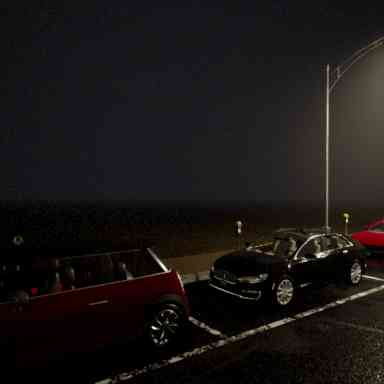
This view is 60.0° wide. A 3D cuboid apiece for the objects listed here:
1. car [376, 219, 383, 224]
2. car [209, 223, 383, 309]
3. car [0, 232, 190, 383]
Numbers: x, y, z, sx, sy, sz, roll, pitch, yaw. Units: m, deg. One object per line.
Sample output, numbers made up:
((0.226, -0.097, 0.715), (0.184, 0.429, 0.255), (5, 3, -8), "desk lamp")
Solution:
((6.902, 1.547, 11.012), (4.507, 1.381, 1.887), (0, 1, -35), "car")
((2.395, 1.552, 7.797), (4.403, 1.369, 2.008), (0, 1, -35), "car")
((-2.111, 1.440, 4.581), (4.097, 1.590, 1.967), (0, 1, -35), "car")
